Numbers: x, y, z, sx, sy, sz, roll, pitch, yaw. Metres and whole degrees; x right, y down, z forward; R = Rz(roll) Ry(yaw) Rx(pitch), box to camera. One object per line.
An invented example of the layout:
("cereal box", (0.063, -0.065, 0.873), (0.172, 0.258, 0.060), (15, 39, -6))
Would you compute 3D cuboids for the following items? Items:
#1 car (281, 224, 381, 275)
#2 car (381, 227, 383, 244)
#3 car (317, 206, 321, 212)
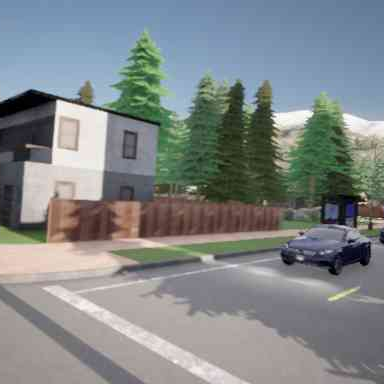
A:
("car", (5.069, 1.937, 12.162), (1.812, 1.442, 4.674), (4, 0, 45))
("car", (13.270, 2.379, 20.461), (2.097, 1.767, 4.553), (4, -1, 45))
("car", (26.583, 3.359, 67.891), (1.905, 1.878, 3.866), (4, 0, 43))
